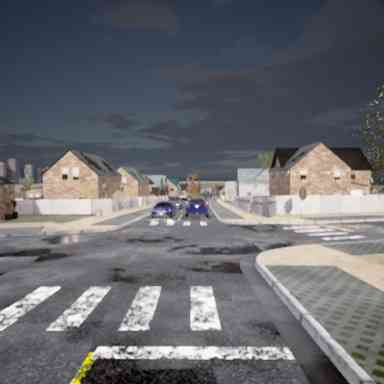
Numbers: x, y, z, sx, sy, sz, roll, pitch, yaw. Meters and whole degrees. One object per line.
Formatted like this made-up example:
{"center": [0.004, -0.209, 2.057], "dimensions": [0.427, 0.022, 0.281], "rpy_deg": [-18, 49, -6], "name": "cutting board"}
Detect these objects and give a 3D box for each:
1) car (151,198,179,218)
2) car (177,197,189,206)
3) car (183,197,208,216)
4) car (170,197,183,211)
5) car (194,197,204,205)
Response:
{"center": [-2.511, 1.550, 30.032], "dimensions": [1.812, 1.442, 4.674], "rpy_deg": [0, 0, 2], "name": "car"}
{"center": [-1.542, 1.690, 59.706], "dimensions": [1.812, 1.442, 4.674], "rpy_deg": [0, -1, 3], "name": "car"}
{"center": [0.511, 1.385, 32.493], "dimensions": [2.097, 1.767, 4.553], "rpy_deg": [0, 0, 1], "name": "car"}
{"center": [-2.175, 1.419, 42.435], "dimensions": [2.097, 1.767, 4.553], "rpy_deg": [0, 0, 2], "name": "car"}
{"center": [1.379, 1.714, 62.466], "dimensions": [1.812, 1.442, 4.674], "rpy_deg": [0, 0, 3], "name": "car"}
